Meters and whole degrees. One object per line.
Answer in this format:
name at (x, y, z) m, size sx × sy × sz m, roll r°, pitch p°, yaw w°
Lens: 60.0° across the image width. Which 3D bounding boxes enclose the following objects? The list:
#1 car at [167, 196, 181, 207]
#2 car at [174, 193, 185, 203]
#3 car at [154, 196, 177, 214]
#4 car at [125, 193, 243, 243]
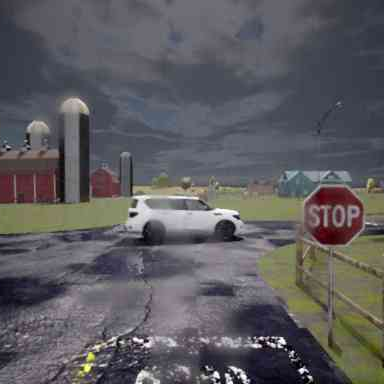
car at (-2.645, 1.464, 50.811) m, size 1.882 × 1.535 × 5.008 m, roll 0°, pitch 0°, yaw 0°
car at (-2.503, 1.211, 67.863) m, size 2.150 × 2.045 × 5.566 m, roll 0°, pitch 0°, yaw 1°
car at (-2.711, 1.344, 35.354) m, size 2.097 × 1.767 × 4.553 m, roll 0°, pitch 0°, yaw 0°
car at (-0.378, 1.199, 16.032) m, size 5.566 × 2.045 × 2.150 m, roll 1°, pitch 0°, yaw -11°
